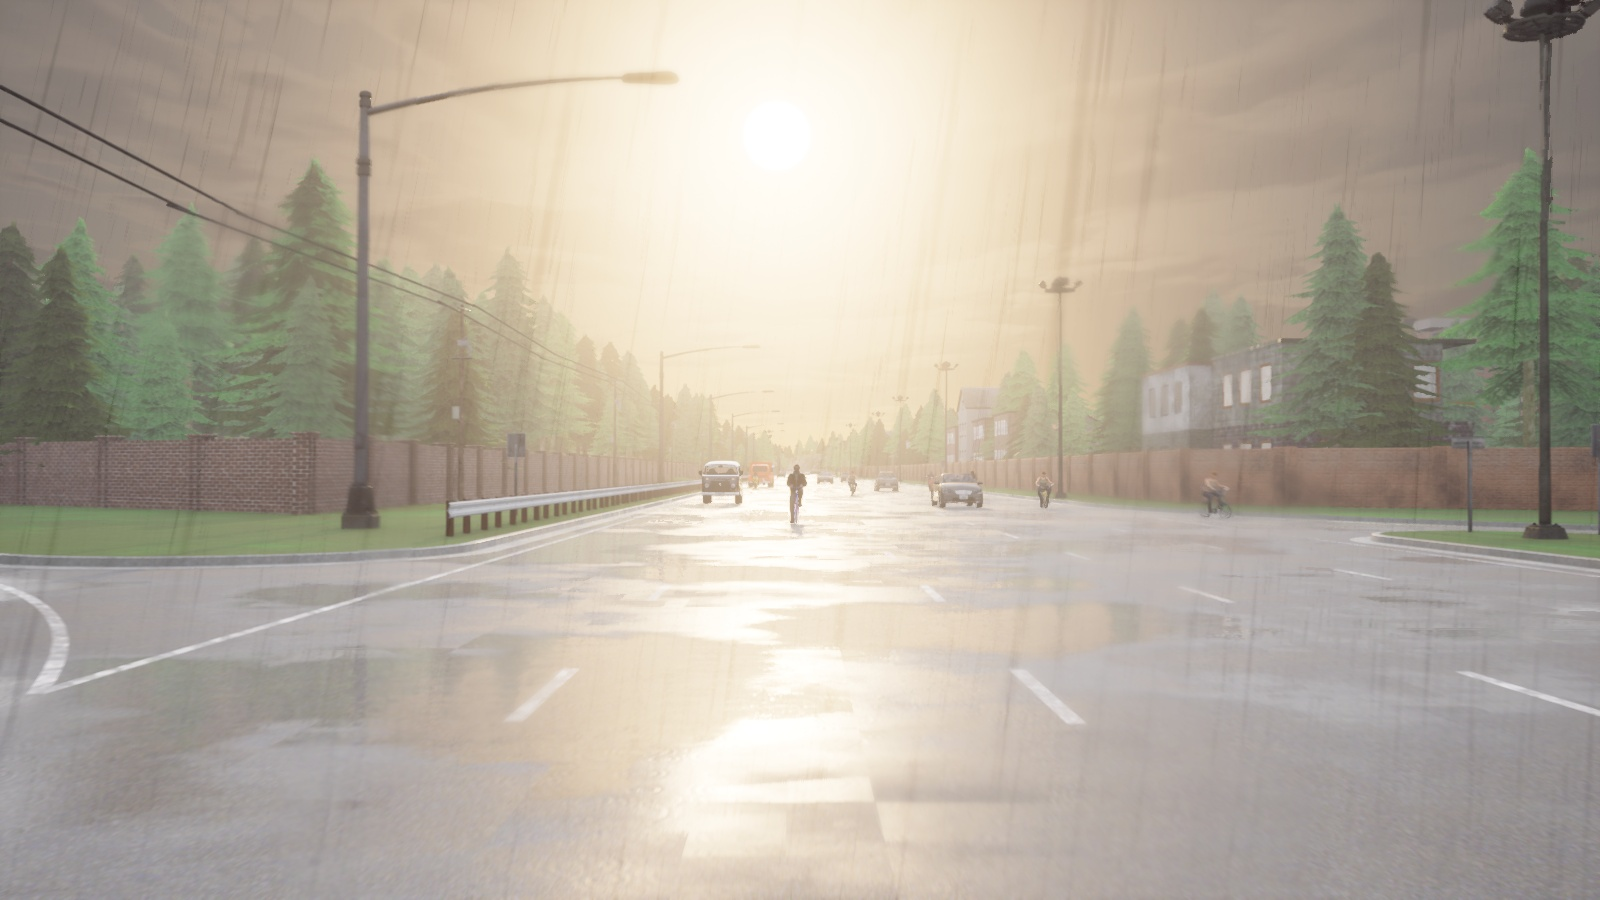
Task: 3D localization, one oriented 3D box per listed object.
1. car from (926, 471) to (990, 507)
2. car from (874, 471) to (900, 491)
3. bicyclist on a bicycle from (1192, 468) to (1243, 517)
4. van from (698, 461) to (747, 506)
[{"bbox_3d":[6.863,1.665,55.041,2.128,1.511,4.902,0,-1,0],"label":"car"},{"bbox_3d":[6.758,2.402,97.750,1.789,1.549,3.705,0,-1,0],"label":"car"},{"bbox_3d":[13.976,1.400,42.071,0.866,1.612,1.509,1,-1,-23],"label":"bicyclist on a bicycle"},{"bbox_3d":[-3.649,1.550,59.601,2.069,2.038,4.480,0,-1,0],"label":"van"}]
